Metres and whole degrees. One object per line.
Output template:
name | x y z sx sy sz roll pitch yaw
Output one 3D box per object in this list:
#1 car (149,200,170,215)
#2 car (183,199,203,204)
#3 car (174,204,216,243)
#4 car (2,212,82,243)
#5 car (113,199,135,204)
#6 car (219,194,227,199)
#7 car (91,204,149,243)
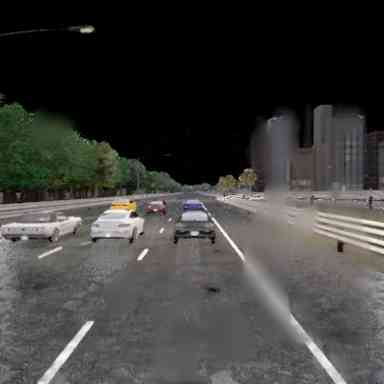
car | -3.400 1.497 33.446 1.812 1.442 4.674 0 0 0
car | 0.100 1.448 33.816 1.882 1.535 5.008 0 0 0
car | 0.115 1.515 15.899 1.812 1.442 4.674 0 0 0
car | -6.902 1.590 15.934 1.895 1.301 4.718 0 0 0
car | -6.901 1.448 33.787 1.882 1.535 5.008 0 0 0
car | 8.214 1.292 88.189 2.033 1.411 5.357 0 0 -11
car | -3.400 1.515 15.802 1.812 1.442 4.674 0 0 0
